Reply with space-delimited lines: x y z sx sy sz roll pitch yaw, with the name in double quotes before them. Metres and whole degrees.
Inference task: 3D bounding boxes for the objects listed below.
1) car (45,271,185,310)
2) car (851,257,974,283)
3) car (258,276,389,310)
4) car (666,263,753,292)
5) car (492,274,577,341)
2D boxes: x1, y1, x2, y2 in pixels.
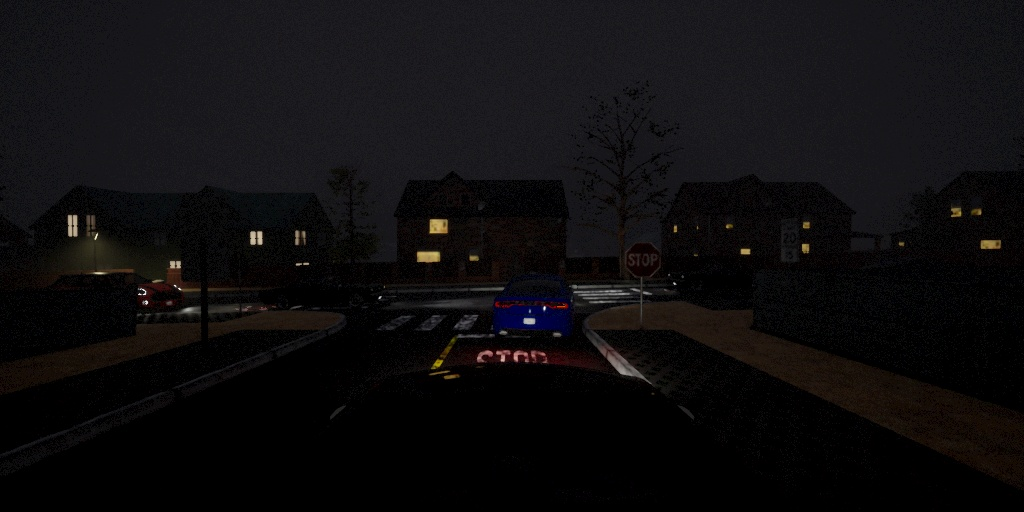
"car" -16.802 1.471 15.212 4.553 1.767 2.097 -1 1 0
"car" 20.053 0.753 18.190 5.357 1.411 2.033 -1 1 0
"car" -7.814 1.506 15.222 4.718 1.301 1.895 -1 1 0
"car" 10.407 1.034 18.152 4.718 1.301 1.895 -1 1 -1
"car" 0.784 1.226 10.015 1.882 1.535 5.008 0 0 10
